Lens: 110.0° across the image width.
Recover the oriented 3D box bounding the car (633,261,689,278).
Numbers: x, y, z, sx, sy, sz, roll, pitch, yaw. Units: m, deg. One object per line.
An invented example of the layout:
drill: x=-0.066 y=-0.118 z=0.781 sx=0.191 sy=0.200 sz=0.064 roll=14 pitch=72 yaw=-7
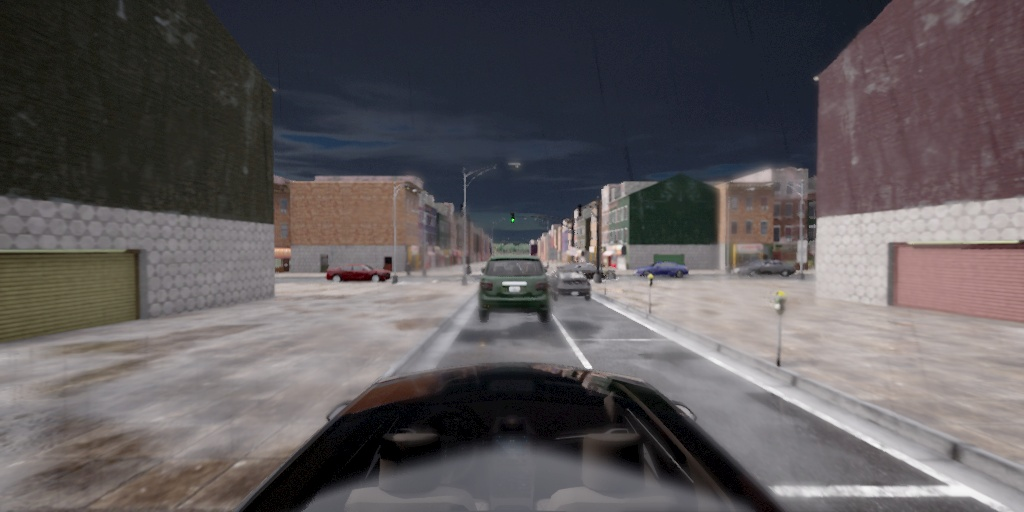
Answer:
car: x=13.272 y=1.208 z=31.994 sx=4.674 sy=1.442 sz=1.812 roll=0 pitch=1 yaw=1

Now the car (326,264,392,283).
car: x=-12.330 y=1.379 z=29.037 sx=5.008 sy=1.535 sz=1.882 roll=0 pitch=1 yaw=-1

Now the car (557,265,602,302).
car: x=2.636 y=1.321 z=17.076 sx=2.007 sy=1.370 sz=4.403 roll=0 pitch=0 yaw=0

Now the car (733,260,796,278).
car: x=22.432 y=1.134 z=31.969 sx=4.902 sy=1.511 sz=2.128 roll=0 pitch=1 yaw=0

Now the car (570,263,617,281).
car: x=5.966 y=1.280 z=28.484 sx=4.902 sy=1.511 sz=2.128 roll=0 pitch=0 yaw=-17

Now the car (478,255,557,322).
car: x=0.079 y=0.987 z=12.483 sx=2.150 sy=2.045 sz=5.566 roll=0 pitch=0 yaw=0
